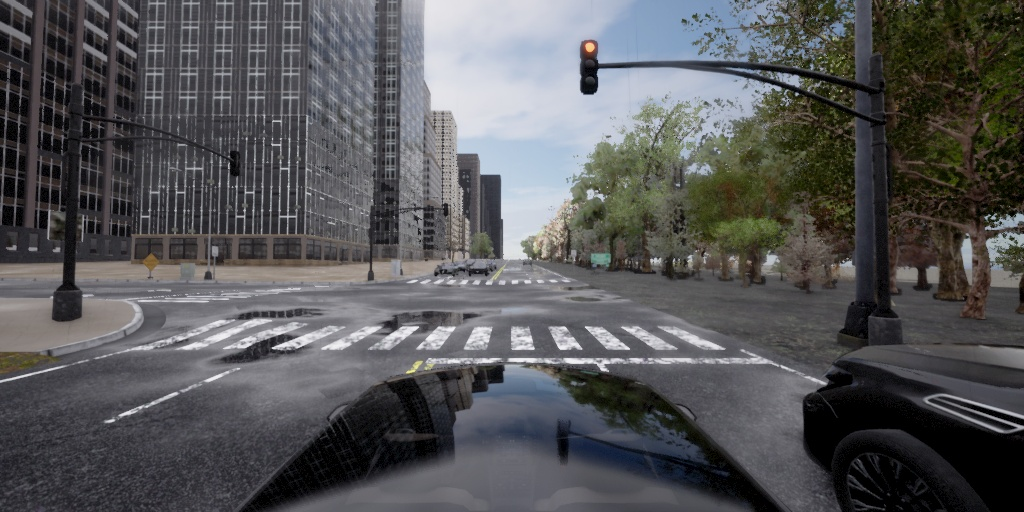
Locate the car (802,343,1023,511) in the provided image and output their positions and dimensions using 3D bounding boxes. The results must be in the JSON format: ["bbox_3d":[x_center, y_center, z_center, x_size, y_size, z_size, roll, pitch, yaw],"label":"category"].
[{"bbox_3d":[3.359,0.963,0.419,2.150,2.045,5.566,0,0,0],"label":"car"}]

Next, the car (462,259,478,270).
[{"bbox_3d":[-6.565,1.261,55.904,1.882,1.535,5.008,0,0,0],"label":"car"}]

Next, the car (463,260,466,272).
[{"bbox_3d":[-6.582,1.324,45.641,2.033,1.411,5.357,0,0,0],"label":"car"}]

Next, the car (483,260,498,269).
[{"bbox_3d":[-3.325,1.331,56.741,2.033,1.411,5.357,0,0,-1],"label":"car"}]

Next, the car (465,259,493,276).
[{"bbox_3d":[-3.332,1.249,37.112,1.882,1.535,5.008,0,0,0],"label":"car"}]

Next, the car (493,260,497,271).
[{"bbox_3d":[-3.333,1.378,46.452,1.895,1.301,4.718,0,0,0],"label":"car"}]

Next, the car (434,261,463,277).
[{"bbox_3d":[-6.582,1.335,36.406,1.994,1.385,4.181,0,0,0],"label":"car"}]

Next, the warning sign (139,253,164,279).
[{"bbox_3d":[-26.152,0.733,25.919,1.060,1.860,1.300,0,0,-4],"label":"warning sign"}]
